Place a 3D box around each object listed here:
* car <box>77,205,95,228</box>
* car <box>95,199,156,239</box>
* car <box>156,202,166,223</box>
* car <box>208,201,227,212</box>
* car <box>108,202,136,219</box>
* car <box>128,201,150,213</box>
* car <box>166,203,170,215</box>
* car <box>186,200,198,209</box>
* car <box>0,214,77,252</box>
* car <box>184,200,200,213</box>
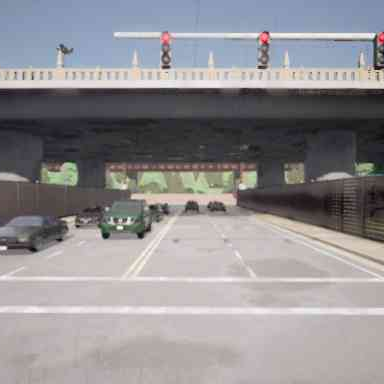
[{"bbox_3d":[-7.094,1.752,24.548,1.837,1.490,4.892,0,-1,0],"label":"car"},{"bbox_3d":[-3.594,1.422,19.112,2.150,2.045,5.566,0,-1,-1],"label":"car"},{"bbox_3d":[-3.582,1.793,28.922,1.837,1.490,4.892,0,-1,0],"label":"car"},{"bbox_3d":[3.494,1.961,44.863,1.812,1.442,4.674,0,-1,0],"label":"car"},{"bbox_3d":[-7.092,1.836,34.013,1.837,1.490,4.892,0,0,0],"label":"car"},{"bbox_3d":[-7.053,1.974,44.665,2.033,1.411,5.357,0,-1,1],"label":"car"},{"bbox_3d":[-3.590,1.929,39.375,2.033,1.411,5.357,0,-1,0],"label":"car"},{"bbox_3d":[-0.008,2.027,54.849,1.837,1.490,4.892,0,-1,0],"label":"car"},{"bbox_3d":[-7.118,1.708,14.928,2.033,1.411,5.357,0,-1,-3],"label":"car"},{"bbox_3d":[-0.006,1.935,44.488,1.837,1.490,4.892,0,-1,0],"label":"car"}]
